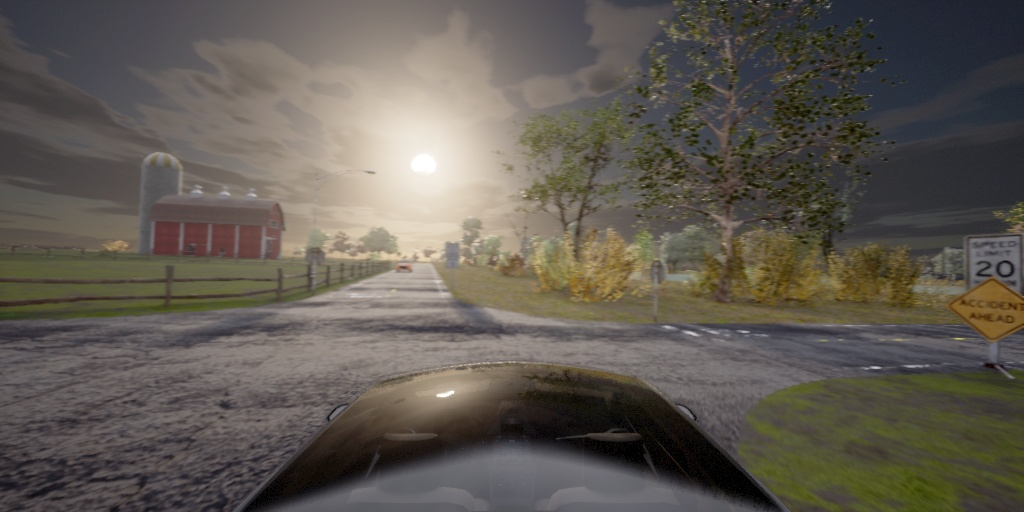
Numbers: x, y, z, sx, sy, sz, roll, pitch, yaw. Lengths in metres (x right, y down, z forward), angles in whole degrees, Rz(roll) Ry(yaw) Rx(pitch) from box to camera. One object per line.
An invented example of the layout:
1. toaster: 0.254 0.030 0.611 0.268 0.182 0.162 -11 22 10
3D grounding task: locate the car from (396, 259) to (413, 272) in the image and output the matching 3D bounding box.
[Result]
1. car: -15.654 1.341 52.268 2.097 1.767 4.553 2 -1 -13

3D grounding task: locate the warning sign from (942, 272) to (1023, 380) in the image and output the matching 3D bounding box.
1. warning sign: 9.501 1.337 7.082 1.060 1.860 1.300 0 0 -13
